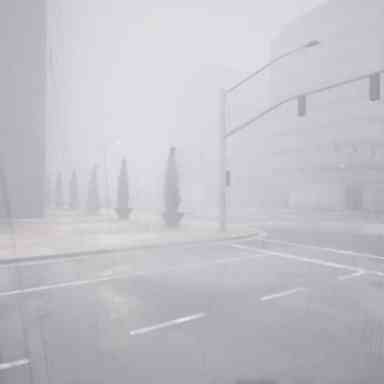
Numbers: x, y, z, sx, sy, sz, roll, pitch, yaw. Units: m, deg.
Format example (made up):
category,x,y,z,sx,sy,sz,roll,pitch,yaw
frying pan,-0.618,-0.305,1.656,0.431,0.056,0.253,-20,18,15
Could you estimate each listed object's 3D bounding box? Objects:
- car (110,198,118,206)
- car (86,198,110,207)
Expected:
category,x,y,z,sx,sy,sz,roll,pitch,yaw
car,-14.033,1.700,57.953,2.033,1.411,5.357,0,0,-34
car,-15.752,1.620,54.262,2.128,1.511,4.902,0,0,-34
